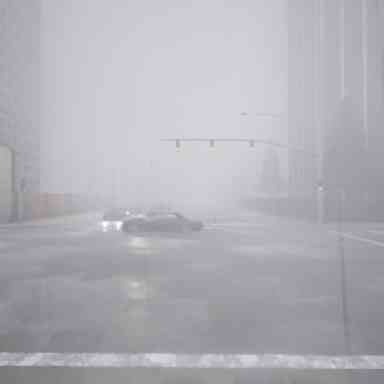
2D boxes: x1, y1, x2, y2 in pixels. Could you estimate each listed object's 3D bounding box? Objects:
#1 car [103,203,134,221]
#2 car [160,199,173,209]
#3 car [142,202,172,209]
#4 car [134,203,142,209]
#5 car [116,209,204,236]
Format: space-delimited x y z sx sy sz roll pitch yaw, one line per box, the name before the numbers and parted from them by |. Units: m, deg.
car | -7.119 1.978 31.779 1.994 1.385 4.181 0 -1 -1
car | -3.609 2.073 44.850 2.128 1.511 4.902 0 -1 0
car | -3.615 2.005 35.207 2.033 1.411 5.357 0 -1 0
car | -7.114 2.072 42.006 1.812 1.442 4.674 0 -1 0
car | -1.683 1.828 19.299 4.718 1.301 1.895 0 -1 0
